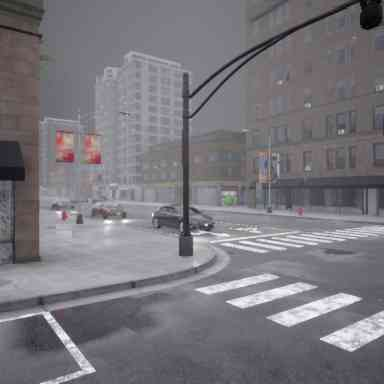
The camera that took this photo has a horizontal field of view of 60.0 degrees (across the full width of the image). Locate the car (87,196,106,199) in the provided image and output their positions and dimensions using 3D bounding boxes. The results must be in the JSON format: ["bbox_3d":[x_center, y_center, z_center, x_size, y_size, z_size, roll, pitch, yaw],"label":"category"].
[{"bbox_3d":[-16.158,1.411,57.909,1.837,1.490,4.892,0,0,-36],"label":"car"}]

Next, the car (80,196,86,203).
[{"bbox_3d":[-21.407,1.451,59.638,2.033,1.411,5.357,0,0,-36],"label":"car"}]

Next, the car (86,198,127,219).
[{"bbox_3d":[-7.249,1.488,28.606,1.812,1.442,4.674,0,0,-36],"label":"car"}]

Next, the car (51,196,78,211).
[{"bbox_3d":[-15.696,1.467,40.327,1.812,1.442,4.674,0,0,-36],"label":"car"}]

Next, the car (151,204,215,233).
[{"bbox_3d":[-0.641,1.485,19.439,1.837,1.490,4.892,0,0,-35],"label":"car"}]
